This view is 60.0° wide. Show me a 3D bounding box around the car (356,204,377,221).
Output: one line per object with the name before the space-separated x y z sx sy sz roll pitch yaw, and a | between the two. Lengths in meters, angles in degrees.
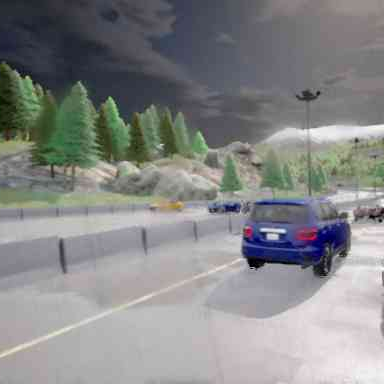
car | 14.310 1.621 26.753 1.895 1.301 4.718 0 0 34

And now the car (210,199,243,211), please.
car | 4.605 1.720 44.008 2.033 1.411 5.357 0 -1 34

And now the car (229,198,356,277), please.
car | 3.489 1.201 10.512 2.150 2.045 5.566 0 0 34

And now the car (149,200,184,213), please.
car | -2.962 1.636 39.040 1.882 1.535 5.008 0 -1 34

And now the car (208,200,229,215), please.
car | 3.538 1.596 36.166 1.882 1.535 5.008 0 -1 34

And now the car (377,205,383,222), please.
car | 5.753 1.180 7.597 2.150 2.045 5.566 0 0 34

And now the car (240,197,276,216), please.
car | 7.035 1.453 35.096 2.097 1.767 4.553 0 0 34
